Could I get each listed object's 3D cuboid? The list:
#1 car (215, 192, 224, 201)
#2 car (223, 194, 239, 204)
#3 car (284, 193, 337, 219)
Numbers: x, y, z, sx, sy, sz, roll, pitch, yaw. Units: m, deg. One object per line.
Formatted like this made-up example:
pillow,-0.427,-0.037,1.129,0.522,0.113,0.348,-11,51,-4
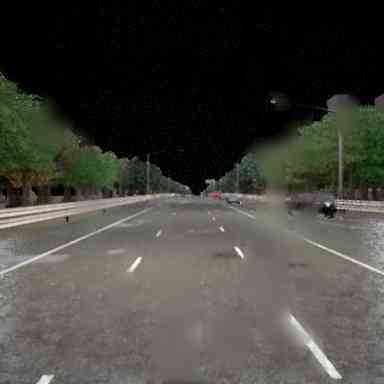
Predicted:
car,7.053,1.223,75.414,2.128,1.511,4.902,0,0,0
car,6.948,1.326,56.929,1.994,1.385,4.181,0,0,1
car,10.082,1.115,28.691,2.150,2.045,5.566,0,0,-13
